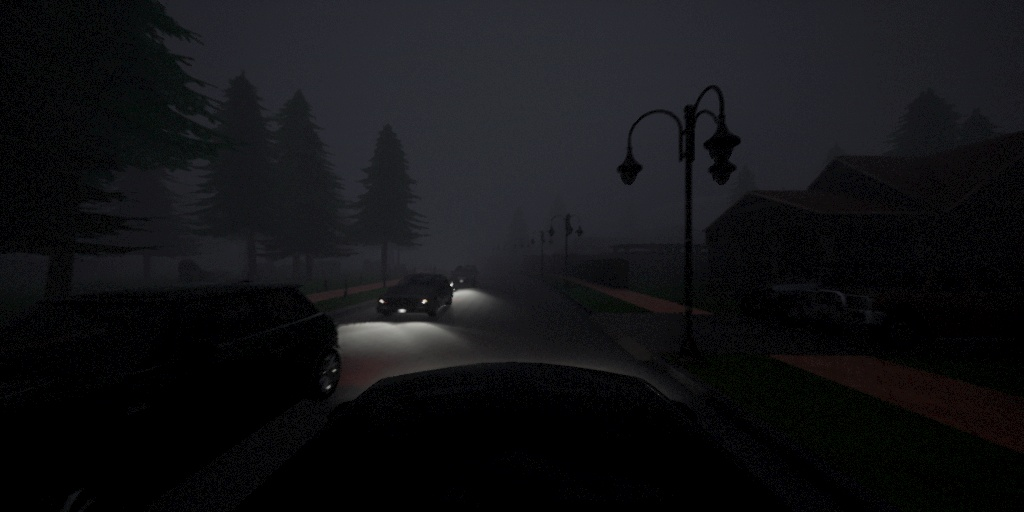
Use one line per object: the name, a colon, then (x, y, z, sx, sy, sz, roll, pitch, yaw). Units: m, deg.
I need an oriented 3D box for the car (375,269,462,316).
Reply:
car: (-3.493, 1.391, 14.106, 2.033, 1.411, 5.357, 0, -1, 1)

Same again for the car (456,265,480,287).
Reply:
car: (-3.443, 1.448, 26.740, 2.128, 1.511, 4.902, 0, -1, 0)

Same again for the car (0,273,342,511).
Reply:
car: (-3.609, 1.099, 3.458, 2.097, 1.767, 4.553, 0, 0, 1)
